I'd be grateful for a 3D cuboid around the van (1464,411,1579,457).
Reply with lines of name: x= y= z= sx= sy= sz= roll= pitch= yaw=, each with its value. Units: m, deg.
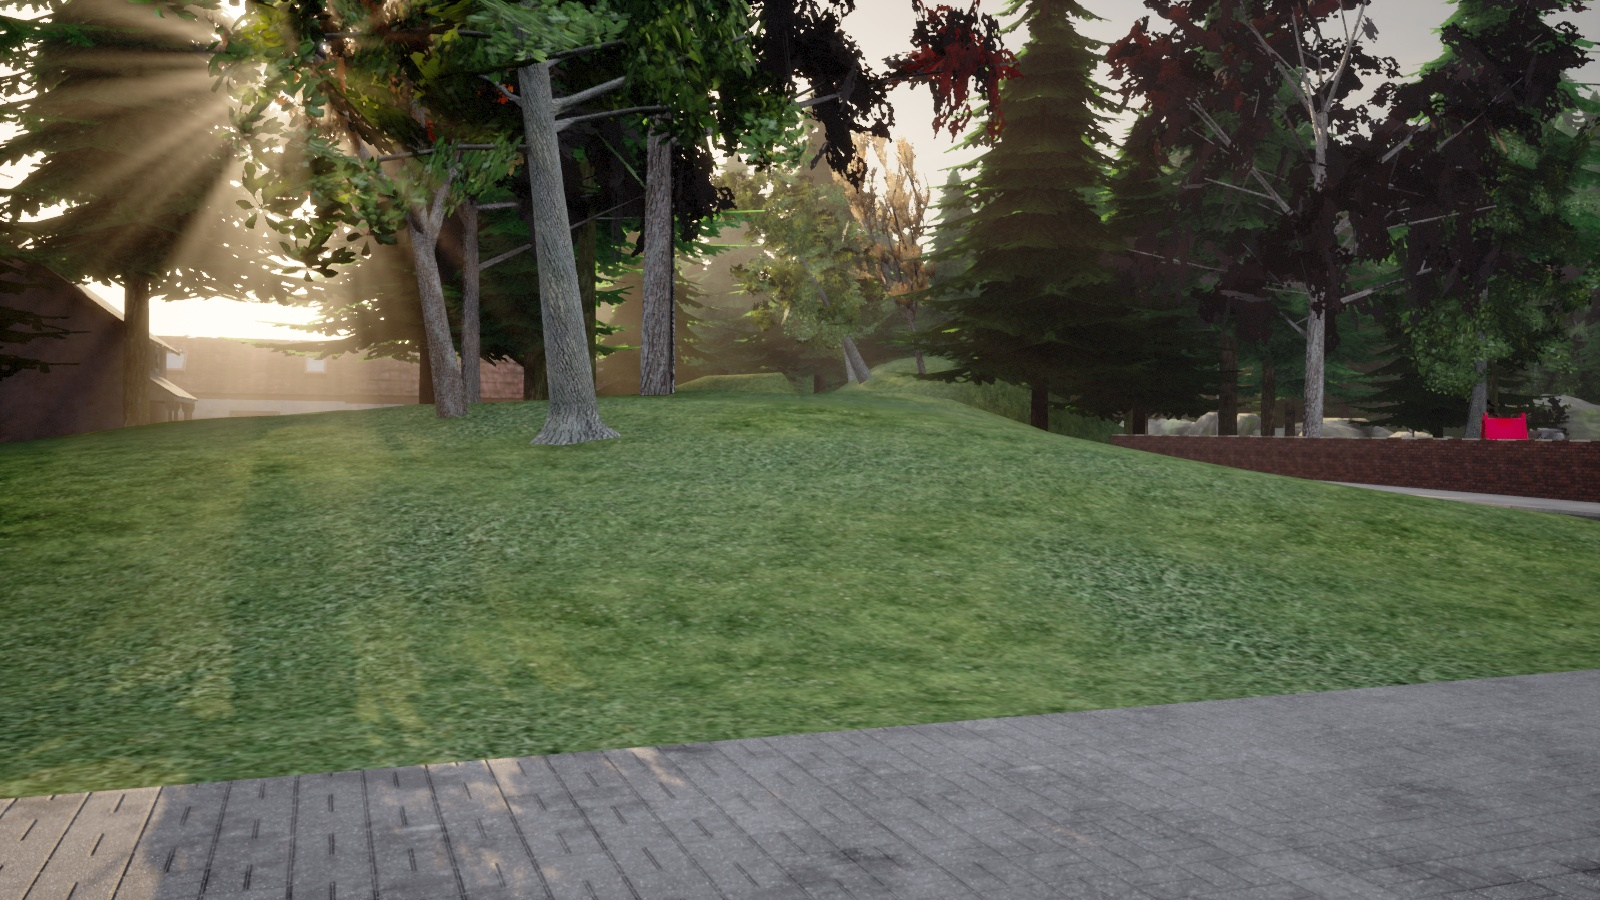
van: x=32.922 y=-0.739 z=57.449 sx=1.775 sy=1.987 sz=4.442 roll=-1 pitch=1 yaw=-21
